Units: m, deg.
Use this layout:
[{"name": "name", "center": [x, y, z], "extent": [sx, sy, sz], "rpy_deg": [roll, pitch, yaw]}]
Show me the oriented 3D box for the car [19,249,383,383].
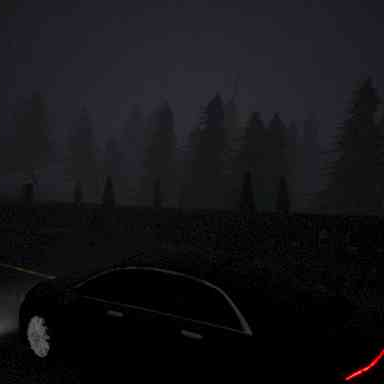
[{"name": "car", "center": [-0.264, 1.494, 4.181], "extent": [4.892, 1.490, 1.837], "rpy_deg": [0, 0, 35]}]
